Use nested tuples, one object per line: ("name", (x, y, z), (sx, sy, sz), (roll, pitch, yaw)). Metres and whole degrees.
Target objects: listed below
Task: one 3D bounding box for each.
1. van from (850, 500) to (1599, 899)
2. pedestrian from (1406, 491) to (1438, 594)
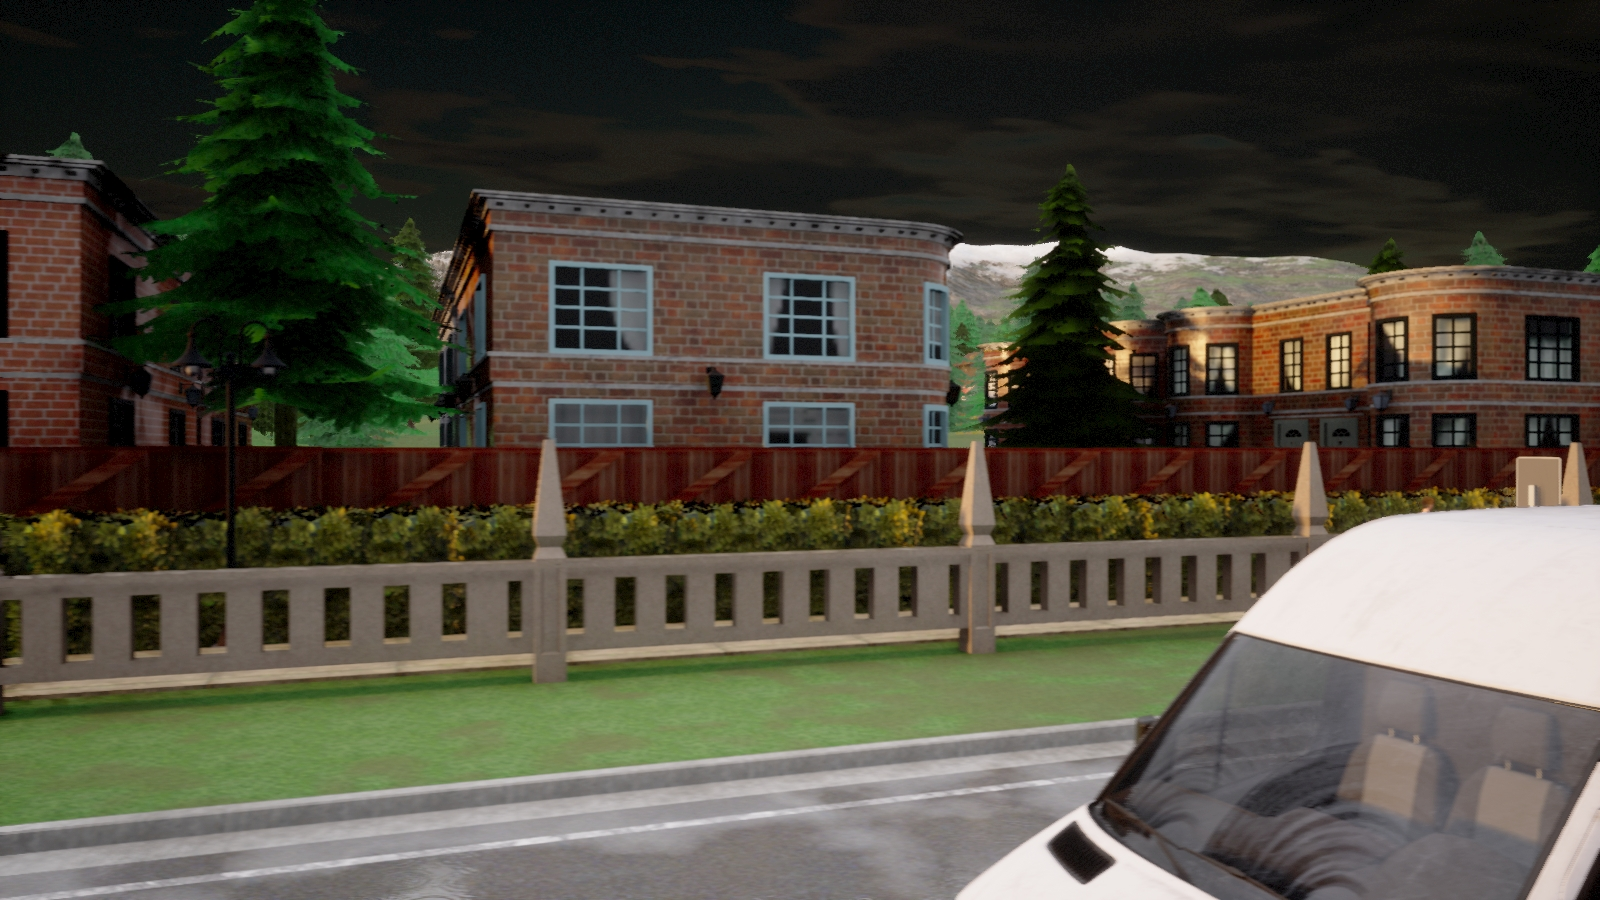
("van", (3.314, 1.536, 4.504), (5.915, 2.561, 1.988), (0, 0, -20))
("pedestrian", (11.524, 1.705, 21.166), (0.375, 1.860, 0.375), (0, 0, -20))
